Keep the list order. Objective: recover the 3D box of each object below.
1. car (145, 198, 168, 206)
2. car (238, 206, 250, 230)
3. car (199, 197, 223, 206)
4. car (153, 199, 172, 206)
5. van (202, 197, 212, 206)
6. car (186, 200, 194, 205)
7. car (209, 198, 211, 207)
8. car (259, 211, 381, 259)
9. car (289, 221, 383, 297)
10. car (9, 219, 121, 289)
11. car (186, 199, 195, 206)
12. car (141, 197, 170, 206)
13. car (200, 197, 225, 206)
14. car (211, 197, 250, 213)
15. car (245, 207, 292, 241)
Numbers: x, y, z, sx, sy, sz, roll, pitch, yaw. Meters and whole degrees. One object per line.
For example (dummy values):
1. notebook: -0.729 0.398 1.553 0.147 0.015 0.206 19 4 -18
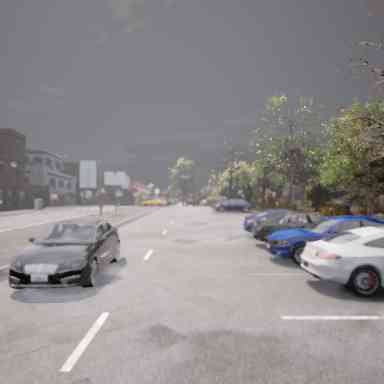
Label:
1. car: -7.380 2.087 69.598 4.553 1.767 2.185 0 -1 -1
2. car: 5.081 1.656 17.841 4.674 1.452 2.002 0 0 0
3. car: 4.688 2.398 82.771 5.566 2.045 2.435 0 -2 -1
4. car: -7.549 2.598 84.771 4.553 1.767 2.185 0 -2 -1
5. van: 4.771 1.904 66.142 4.442 1.987 1.878 0 -1 -1
6. car: -0.405 2.787 85.776 1.895 1.301 4.718 0 -2 2
7. car: 5.041 1.868 45.346 4.674 1.452 2.002 0 0 0
8. car: 5.090 1.566 11.292 5.008 1.535 2.097 0 0 0
9. car: 5.082 1.583 8.143 4.674 1.452 2.002 0 0 0
10. car: -3.296 1.561 9.515 2.128 1.511 4.902 0 0 -1
11. car: -0.292 2.411 75.658 1.837 1.490 4.892 0 -2 -1
12. car: -7.570 2.137 66.676 5.366 1.575 1.946 0 -1 -1
13. car: 4.761 2.196 77.313 5.566 2.045 2.435 0 -2 -1
14. car: 5.114 1.676 42.177 4.553 1.767 2.185 0 0 0
15. car: 5.079 1.593 14.565 4.892 1.521 2.231 0 0 0
